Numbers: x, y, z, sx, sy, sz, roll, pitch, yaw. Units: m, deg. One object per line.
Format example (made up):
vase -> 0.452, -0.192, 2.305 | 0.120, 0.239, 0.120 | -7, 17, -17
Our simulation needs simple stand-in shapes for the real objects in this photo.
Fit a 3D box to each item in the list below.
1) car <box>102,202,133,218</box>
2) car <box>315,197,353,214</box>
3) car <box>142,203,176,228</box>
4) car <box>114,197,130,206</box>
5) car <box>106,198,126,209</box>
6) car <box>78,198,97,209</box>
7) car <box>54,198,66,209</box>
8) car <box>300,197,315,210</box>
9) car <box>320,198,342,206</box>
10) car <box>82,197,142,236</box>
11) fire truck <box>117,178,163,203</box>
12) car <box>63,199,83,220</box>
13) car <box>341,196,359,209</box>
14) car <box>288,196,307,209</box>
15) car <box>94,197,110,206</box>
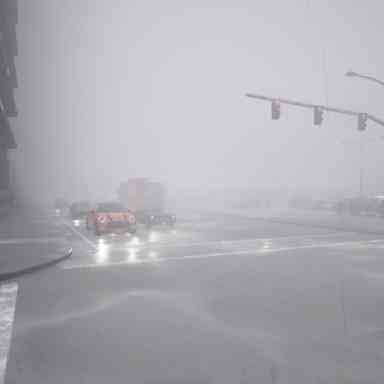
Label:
car -> -7.378, 1.686, 32.446 | 1.895, 1.301, 4.718 | 1, 0, -26
car -> 18.935, 1.816, 44.397 | 3.806, 1.475, 1.970 | 1, 0, -26
car -> -2.762, 1.669, 22.936 | 1.895, 1.301, 4.718 | 1, 0, -26
car -> -12.492, 1.723, 59.222 | 1.812, 1.442, 4.674 | 1, 0, -26
car -> -11.213, 1.625, 48.687 | 1.882, 1.535, 5.008 | 1, 0, -25
car -> -15.551, 1.665, 49.437 | 2.033, 1.411, 5.357 | 1, 0, -25
car -> -18.160, 1.606, 46.769 | 1.812, 1.442, 4.674 | 1, 0, -25
car -> 17.690, 1.789, 47.010 | 3.905, 1.438, 1.784 | 1, 0, -26
car -> 26.503, 1.955, 63.547 | 3.905, 1.438, 1.784 | 1, 0, -26
car -> -4.646, 1.381, 18.800 | 2.097, 1.767, 4.553 | 1, 0, -26
fire truck -> -6.071, 0.469, 38.044 | 2.891, 3.827, 8.468 | 1, 0, -26
car -> -9.804, 1.596, 29.424 | 2.033, 1.411, 5.357 | 1, 0, -26
car -> 27.694, 1.738, 60.906 | 4.605, 1.855, 1.932 | 1, 0, -26
car -> 16.491, 1.583, 49.412 | 4.605, 1.855, 1.932 | 1, 0, -26
car -> -15.640, 1.668, 57.694 | 1.837, 1.490, 4.892 | 1, 0, -26
